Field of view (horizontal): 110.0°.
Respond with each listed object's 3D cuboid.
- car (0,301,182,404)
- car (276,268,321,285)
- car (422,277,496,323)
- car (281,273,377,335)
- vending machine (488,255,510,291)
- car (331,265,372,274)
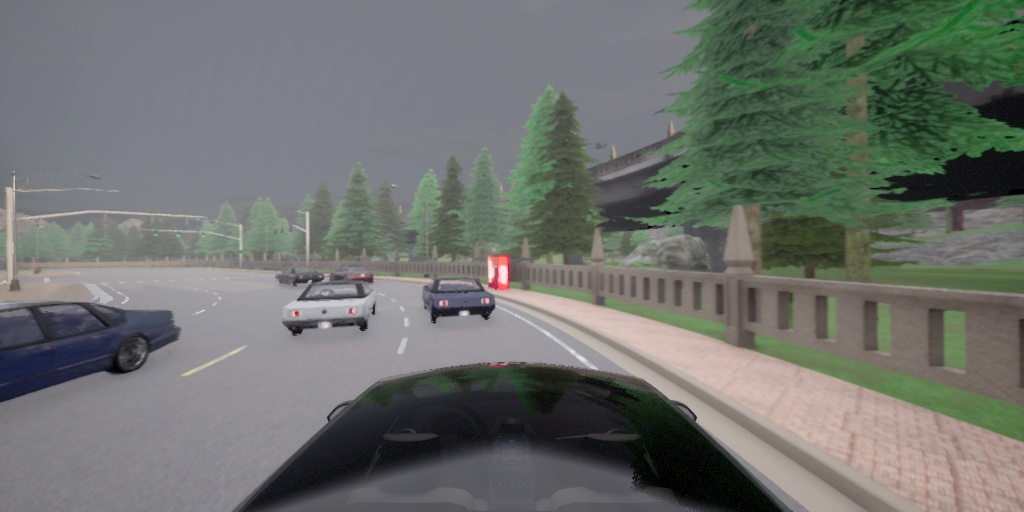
[{"bbox_3d":[-7.416,1.379,4.916,2.033,1.411,5.357,-1,0,-8],"label":"car"},{"bbox_3d":[-15.593,1.498,26.255,4.718,1.301,1.895,-1,0,42],"label":"car"},{"bbox_3d":[-2.040,1.360,12.388,1.895,1.301,4.718,-1,0,-18],"label":"car"},{"bbox_3d":[-5.181,1.399,10.836,1.895,1.301,4.718,-1,0,-17],"label":"car"},{"bbox_3d":[-0.695,0.929,19.604,1.100,2.100,0.880,0,0,-28],"label":"vending machine"},{"bbox_3d":[-12.547,1.424,28.004,4.181,1.385,1.994,-1,0,43],"label":"car"}]
